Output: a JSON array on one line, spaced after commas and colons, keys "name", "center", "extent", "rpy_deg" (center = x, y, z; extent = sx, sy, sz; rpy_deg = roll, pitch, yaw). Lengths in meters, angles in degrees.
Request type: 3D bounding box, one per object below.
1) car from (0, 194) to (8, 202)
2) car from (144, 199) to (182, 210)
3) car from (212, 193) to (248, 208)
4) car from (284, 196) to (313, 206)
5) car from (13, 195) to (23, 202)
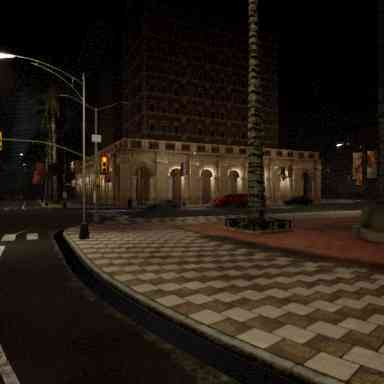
[{"name": "car", "center": [-44.934, 1.355, 78.257], "extent": [2.097, 1.767, 4.553], "rpy_deg": [0, 0, -27]}, {"name": "car", "center": [-3.735, 1.601, 42.855], "extent": [4.718, 1.301, 1.895], "rpy_deg": [0, 0, -26]}, {"name": "car", "center": [5.636, 1.222, 47.439], "extent": [5.566, 2.045, 2.150], "rpy_deg": [0, 0, -26]}, {"name": "car", "center": [16.985, 1.478, 52.999], "extent": [5.008, 1.535, 1.882], "rpy_deg": [0, 0, -26]}, {"name": "car", "center": [-41.744, 1.595, 79.698], "extent": [1.895, 1.301, 4.718], "rpy_deg": [0, 0, -27]}]
